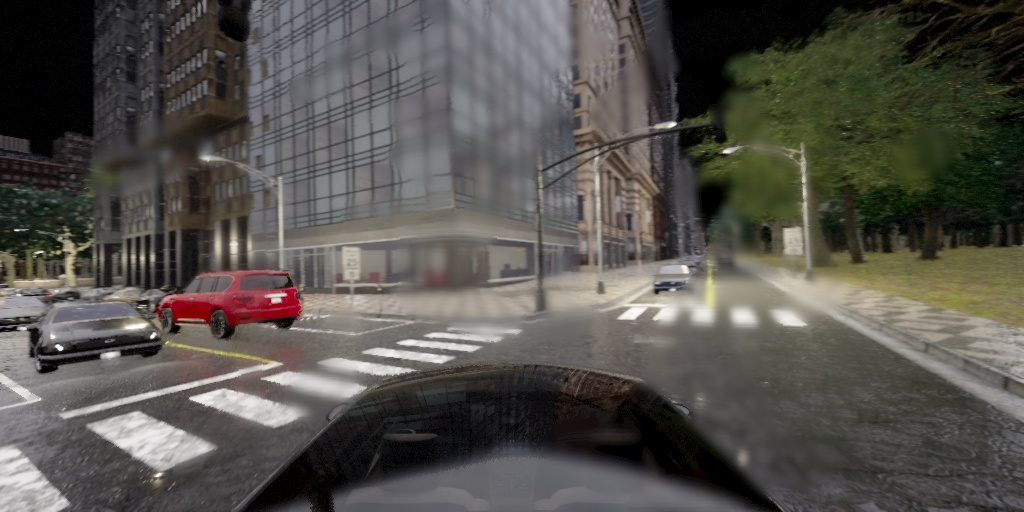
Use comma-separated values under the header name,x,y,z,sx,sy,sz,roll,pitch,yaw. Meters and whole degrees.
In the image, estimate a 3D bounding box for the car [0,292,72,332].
name,x,y,z,sx,sy,sz,roll,pitch,yaw
car,-19.745,2.309,14.098,5.357,1.411,2.033,-3,-2,29

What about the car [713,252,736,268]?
name,x,y,z,sx,sy,sz,roll,pitch,yaw
car,25.156,0.589,42.229,1.882,1.535,5.008,-3,-1,29

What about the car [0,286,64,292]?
name,x,y,z,sx,sy,sz,roll,pitch,yaw
car,-35.353,3.146,26.316,4.902,1.511,2.128,-3,-2,30

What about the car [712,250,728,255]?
name,x,y,z,sx,sy,sz,roll,pitch,yaw
car,30.679,0.208,52.423,2.150,2.045,5.566,-3,-1,29

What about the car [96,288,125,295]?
name,x,y,z,sx,sy,sz,roll,pitch,yaw
car,-25.677,2.782,24.061,4.829,1.417,1.751,0,0,29

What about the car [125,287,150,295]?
name,x,y,z,sx,sy,sz,roll,pitch,yaw
car,-20.730,2.581,21.327,4.313,1.339,1.948,0,0,29

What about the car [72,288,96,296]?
name,x,y,z,sx,sy,sz,roll,pitch,yaw
car,-30.326,3.048,26.630,4.403,1.370,2.007,0,0,29

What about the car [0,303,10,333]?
name,x,y,z,sx,sy,sz,roll,pitch,yaw
car,-10.495,1.644,5.930,4.097,1.591,1.967,0,0,28

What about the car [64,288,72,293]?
name,x,y,z,sx,sy,sz,roll,pitch,yaw
car,-39.922,3.527,31.934,4.403,1.370,2.007,0,0,29

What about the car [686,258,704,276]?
name,x,y,z,sx,sy,sz,roll,pitch,yaw
car,13.408,1.027,27.533,1.994,1.385,4.181,-3,-1,30

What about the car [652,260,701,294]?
name,x,y,z,sx,sy,sz,roll,pitch,yaw
car,8.497,1.131,18.771,2.033,1.411,5.357,-3,-1,26

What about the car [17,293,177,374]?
name,x,y,z,sx,sy,sz,roll,pitch,yaw
car,-10.841,1.864,9.237,5.357,1.411,2.033,-3,-2,34

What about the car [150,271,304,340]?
name,x,y,z,sx,sy,sz,roll,pitch,yaw
car,-9.835,1.604,12.509,5.566,2.045,2.150,-3,-2,26

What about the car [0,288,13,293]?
name,x,y,z,sx,sy,sz,roll,pitch,yaw
car,-28.815,2.695,19.121,5.008,1.535,1.882,-3,-2,29
